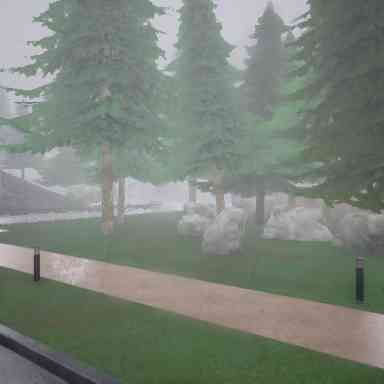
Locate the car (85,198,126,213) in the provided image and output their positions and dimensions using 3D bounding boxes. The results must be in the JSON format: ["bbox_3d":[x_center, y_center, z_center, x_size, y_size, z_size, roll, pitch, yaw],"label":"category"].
[{"bbox_3d":[-8.926,1.363,34.731,1.812,1.442,4.674,0,0,36],"label":"car"}]
